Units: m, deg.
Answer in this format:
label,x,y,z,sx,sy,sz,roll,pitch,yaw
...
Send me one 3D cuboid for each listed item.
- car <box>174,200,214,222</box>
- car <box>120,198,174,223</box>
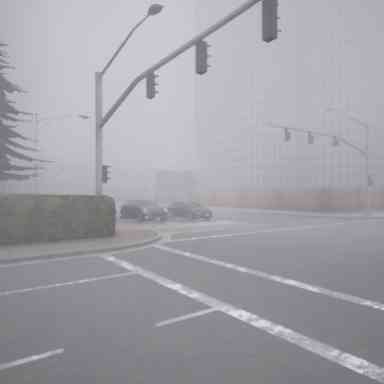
label,x,y,z,sx,sy,sz,roll,pitch,yaw
car,-0.261,1.455,26.372,1.837,1.490,4.892,0,0,-35
car,-3.647,1.315,25.102,2.097,1.767,4.553,0,0,-35
